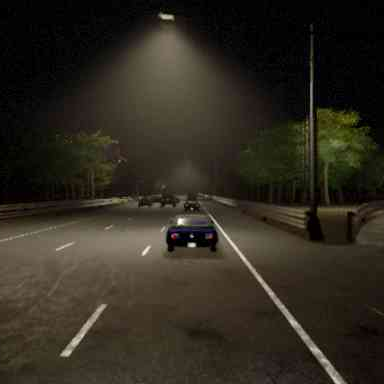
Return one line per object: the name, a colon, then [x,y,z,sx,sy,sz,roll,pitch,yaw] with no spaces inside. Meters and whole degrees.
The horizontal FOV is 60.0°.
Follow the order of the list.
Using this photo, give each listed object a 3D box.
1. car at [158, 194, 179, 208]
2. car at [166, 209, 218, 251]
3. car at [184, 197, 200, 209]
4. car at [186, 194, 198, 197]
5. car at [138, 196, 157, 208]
car: [-3.518,1.291,50.633,2.150,2.045,5.566,0,0,0]
car: [-0.004,1.601,14.024,1.895,1.301,4.718,0,0,0]
car: [-0.015,1.646,41.015,1.895,1.301,4.718,0,0,0]
car: [-0.025,1.331,69.692,2.150,2.045,5.566,0,0,0]
car: [-7.018,1.616,50.602,2.033,1.411,5.357,0,0,0]
